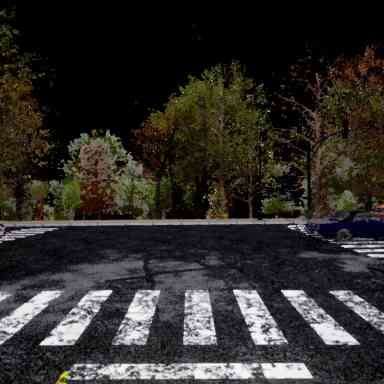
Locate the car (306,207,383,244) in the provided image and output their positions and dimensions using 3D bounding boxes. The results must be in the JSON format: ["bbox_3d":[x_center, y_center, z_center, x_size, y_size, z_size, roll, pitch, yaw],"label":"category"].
[{"bbox_3d":[7.628,1.487,14.568,4.718,1.301,1.895,-1,-1,1],"label":"car"}]

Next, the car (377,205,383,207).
[{"bbox_3d":[14.631,1.127,21.171,5.566,2.045,2.150,-1,-1,1],"label":"car"}]

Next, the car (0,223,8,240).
[{"bbox_3d":[-10.763,1.601,14.829,4.674,1.442,1.812,-1,-1,1],"label":"car"}]
